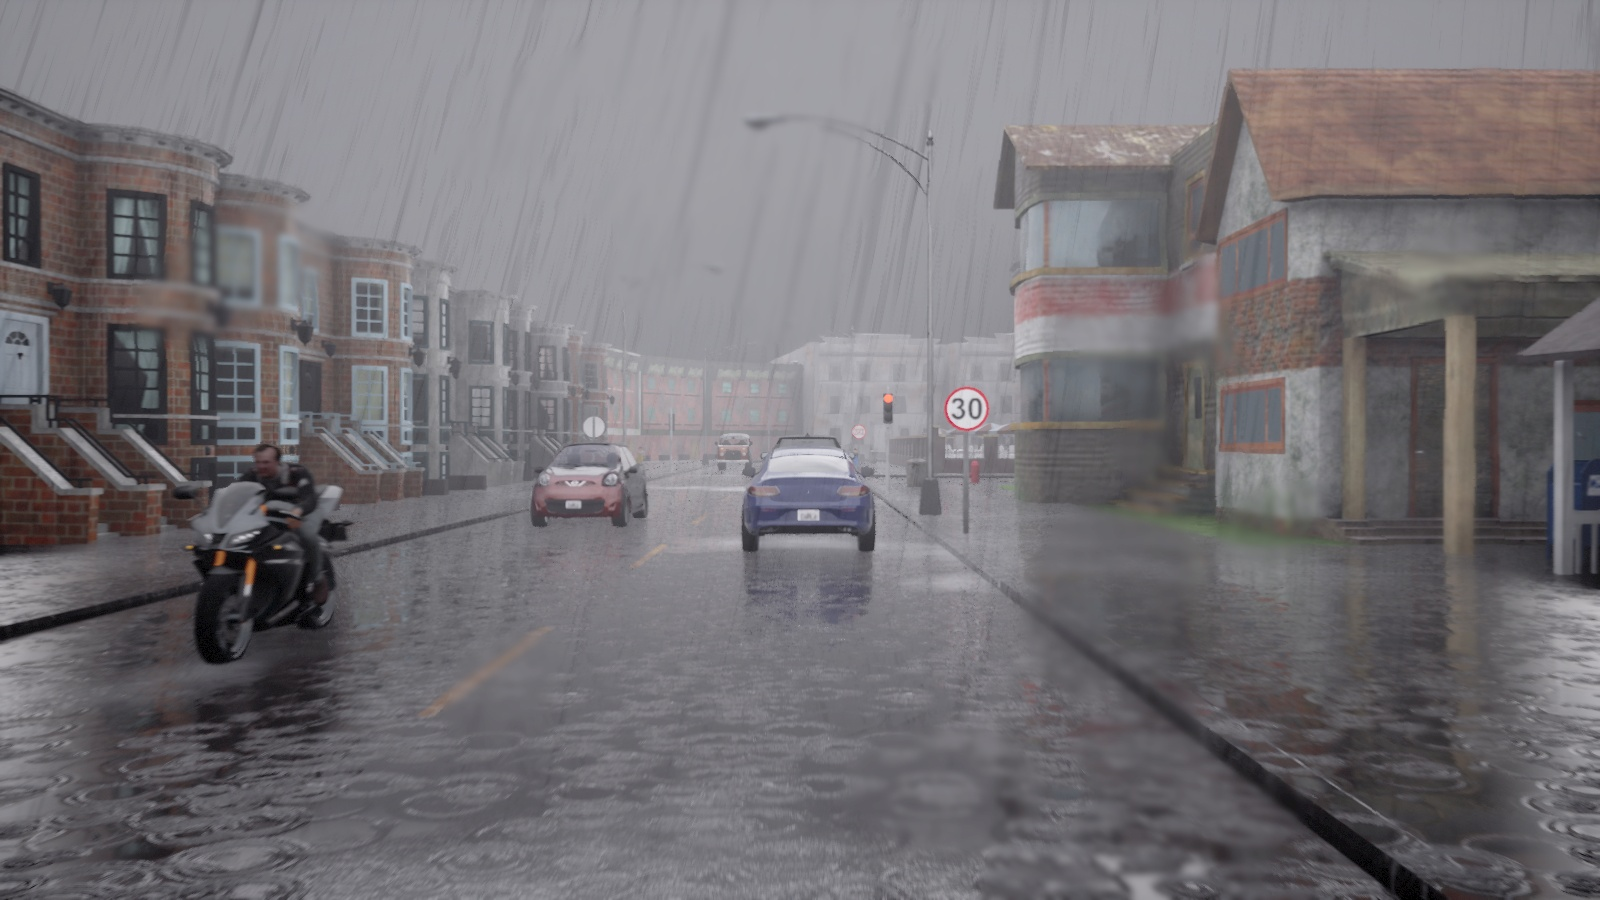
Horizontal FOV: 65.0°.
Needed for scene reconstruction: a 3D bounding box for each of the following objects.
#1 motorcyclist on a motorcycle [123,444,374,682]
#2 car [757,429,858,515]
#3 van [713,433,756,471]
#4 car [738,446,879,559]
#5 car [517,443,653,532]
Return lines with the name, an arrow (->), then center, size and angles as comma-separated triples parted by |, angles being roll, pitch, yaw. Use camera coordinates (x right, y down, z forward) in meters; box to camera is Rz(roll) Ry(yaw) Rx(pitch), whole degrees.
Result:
motorcyclist on a motorcycle -> -3.933, 0.726, 9.202 | 0.866, 1.530, 2.191 | 0, 0, 0
car -> 0.173, 0.447, 28.130 | 2.097, 1.767, 4.553 | 0, 0, 0
van -> -3.604, 0.074, 69.848 | 2.069, 2.038, 4.480 | 0, 0, 0
car -> 0.121, 0.668, 18.454 | 1.812, 1.442, 4.674 | 0, 0, 0
car -> -3.850, 0.628, 23.079 | 1.845, 1.501, 3.633 | 0, 0, 0
